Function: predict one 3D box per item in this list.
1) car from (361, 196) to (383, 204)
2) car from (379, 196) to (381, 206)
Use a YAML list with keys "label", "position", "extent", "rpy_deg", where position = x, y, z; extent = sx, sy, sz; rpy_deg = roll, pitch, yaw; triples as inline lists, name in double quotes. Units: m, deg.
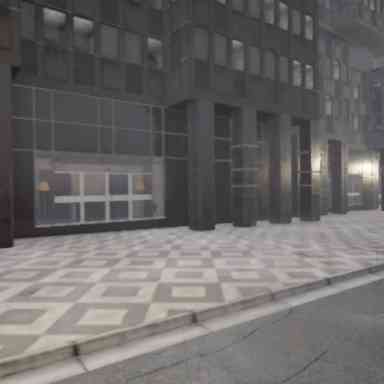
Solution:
- label: "car"
  position: [34.522, 1.457, 62.371]
  extent: [1.887, 1.381, 4.507]
  rpy_deg: [-1, 1, -36]
- label: "car"
  position: [30.899, 1.602, 52.812]
  extent: [1.887, 1.381, 4.507]
  rpy_deg: [-1, 1, -36]
